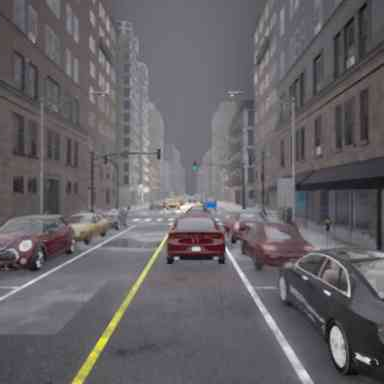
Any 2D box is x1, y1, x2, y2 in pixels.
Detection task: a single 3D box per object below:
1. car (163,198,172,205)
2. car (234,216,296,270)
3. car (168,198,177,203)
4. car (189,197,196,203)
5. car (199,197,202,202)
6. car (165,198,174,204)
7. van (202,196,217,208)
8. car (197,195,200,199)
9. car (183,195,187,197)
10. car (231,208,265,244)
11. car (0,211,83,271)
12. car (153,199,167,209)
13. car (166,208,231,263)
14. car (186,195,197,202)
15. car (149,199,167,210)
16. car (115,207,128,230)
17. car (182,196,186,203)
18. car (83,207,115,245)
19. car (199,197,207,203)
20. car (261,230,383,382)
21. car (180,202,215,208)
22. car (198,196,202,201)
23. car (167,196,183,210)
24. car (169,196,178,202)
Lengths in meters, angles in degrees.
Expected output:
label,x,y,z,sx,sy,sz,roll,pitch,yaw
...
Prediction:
label,x,y,z,sx,sy,sz,roll,pitch,yaw
car,-5.234,2.030,71.655,1.752,1.417,4.829,0,0,0
car,2.660,1.661,10.970,1.802,1.307,4.206,0,0,0
car,-5.197,2.181,88.869,1.947,1.339,4.313,0,0,0
car,0.191,2.037,89.226,1.882,1.535,5.008,0,0,0
car,2.767,2.011,60.450,1.802,1.307,4.206,0,0,0
car,-5.222,2.108,77.506,1.947,1.339,4.313,0,0,0
van,2.742,1.690,49.090,1.690,1.788,3.998,0,0,0
car,2.804,1.857,77.496,2.192,1.841,5.009,0,0,0
car,-2.597,2.030,71.830,1.812,1.442,4.674,0,0,0
car,2.672,1.559,16.490,1.967,1.590,4.097,0,0,0
car,-5.365,1.519,10.981,1.967,1.590,4.097,0,0,0
car,-5.271,1.934,54.779,1.887,1.381,4.507,0,0,0
car,0.131,1.567,12.305,1.882,1.535,5.008,0,-1,0
car,0.169,1.904,79.194,2.097,1.767,4.553,0,0,0
car,-5.283,1.900,49.097,2.008,1.369,4.403,0,0,0
car,-5.341,1.709,22.016,2.008,1.369,4.403,0,0,0
car,-2.645,1.996,60.824,1.994,1.385,4.181,0,-1,1
car,-5.354,1.643,16.328,1.752,1.417,4.829,0,0,0
car,2.828,2.055,88.858,1.967,1.590,4.097,0,0,0
car,2.648,1.591,5.452,2.008,1.369,4.403,0,0,0
car,0.522,1.752,26.214,1.994,1.385,4.181,0,0,7
car,2.791,2.088,71.813,1.802,1.307,4.206,0,0,0
car,-2.727,1.829,49.374,1.882,1.535,5.008,0,0,0
car,-5.185,1.966,94.552,2.192,1.841,5.009,0,0,0
